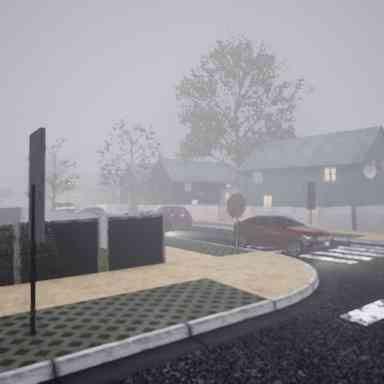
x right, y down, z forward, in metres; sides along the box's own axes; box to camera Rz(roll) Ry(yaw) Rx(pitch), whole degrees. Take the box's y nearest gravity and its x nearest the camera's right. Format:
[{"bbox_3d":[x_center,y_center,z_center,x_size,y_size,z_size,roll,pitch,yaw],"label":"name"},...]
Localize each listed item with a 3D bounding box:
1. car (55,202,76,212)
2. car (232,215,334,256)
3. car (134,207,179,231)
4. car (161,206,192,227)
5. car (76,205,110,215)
[{"bbox_3d":[-16.136,2.253,42.353,2.150,2.045,5.566,1,-2,-35],"label":"car"},{"bbox_3d":[3.679,1.718,14.278,1.812,1.442,4.674,1,-2,-35],"label":"car"},{"bbox_3d":[-3.093,2.042,23.843,1.994,1.385,4.181,1,-2,-35],"label":"car"},{"bbox_3d":[-1.966,1.909,27.353,2.097,1.767,4.553,1,-2,-35],"label":"car"},{"bbox_3d":[-9.658,2.261,33.121,1.837,1.490,4.892,1,-2,-36],"label":"car"}]
